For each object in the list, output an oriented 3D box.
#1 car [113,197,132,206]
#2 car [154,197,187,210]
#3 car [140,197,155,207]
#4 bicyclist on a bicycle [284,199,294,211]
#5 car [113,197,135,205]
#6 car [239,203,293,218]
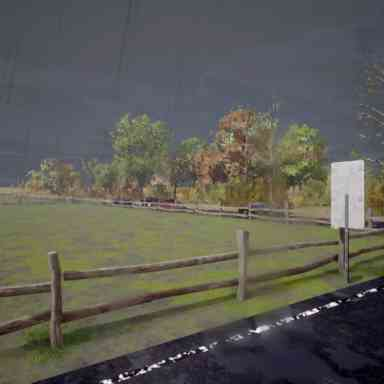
[{"bbox_3d":[-11.435,1.613,54.792,1.994,1.385,4.181,0,0,-35],"label":"car"},{"bbox_3d":[-2.491,1.569,41.708,1.812,1.442,4.674,0,0,-35],"label":"car"},{"bbox_3d":[-6.594,1.524,52.714,1.882,1.535,5.008,0,0,-34],"label":"car"},{"bbox_3d":[9.956,1.490,34.192,1.656,1.620,0.582,0,0,-35],"label":"bicyclist on a bicycle"},{"bbox_3d":[-12.540,1.589,61.227,2.033,1.411,5.357,0,0,-35],"label":"car"},{"bbox_3d":[6.340,1.631,28.922,1.895,1.301,4.718,0,0,-35],"label":"car"}]
